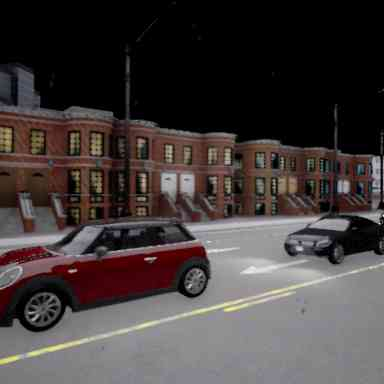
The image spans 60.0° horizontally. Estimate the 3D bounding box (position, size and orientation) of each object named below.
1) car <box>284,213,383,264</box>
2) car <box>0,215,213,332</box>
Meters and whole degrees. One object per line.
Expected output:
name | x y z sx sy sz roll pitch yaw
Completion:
car | 5.369 1.570 12.063 4.674 1.442 1.812 0 0 -35
car | -1.823 1.362 6.972 4.553 1.767 2.097 0 0 -35
